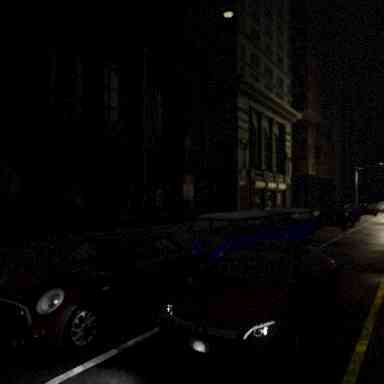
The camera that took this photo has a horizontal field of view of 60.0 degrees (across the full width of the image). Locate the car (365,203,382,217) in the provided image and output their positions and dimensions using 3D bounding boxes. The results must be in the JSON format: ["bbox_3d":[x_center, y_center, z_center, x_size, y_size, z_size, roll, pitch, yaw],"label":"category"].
[{"bbox_3d":[23.485,2.473,43.864,1.887,1.381,4.507,-1,-2,34],"label":"car"}]

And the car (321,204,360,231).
[{"bbox_3d":[10.920,1.840,25.152,2.192,1.841,5.009,-1,-2,34],"label":"car"}]

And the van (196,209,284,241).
[{"bbox_3d":[1.497,1.571,11.114,1.690,1.788,3.998,-1,-1,34],"label":"van"}]

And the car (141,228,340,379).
[{"bbox_3d":[1.392,1.652,5.993,1.812,1.442,4.674,-1,-2,34],"label":"car"}]

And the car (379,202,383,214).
[{"bbox_3d":[29.767,2.699,53.222,1.947,1.339,4.313,-1,-2,34],"label":"car"}]

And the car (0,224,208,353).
[{"bbox_3d":[-1.643,1.573,6.433,1.967,1.590,4.097,-1,-1,34],"label":"car"}]

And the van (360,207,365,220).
[{"bbox_3d":[14.061,1.966,29.830,1.690,1.788,3.998,-1,-2,34],"label":"van"}]

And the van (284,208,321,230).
[{"bbox_3d":[4.638,1.669,15.793,1.690,1.788,3.998,-1,-1,34],"label":"van"}]
